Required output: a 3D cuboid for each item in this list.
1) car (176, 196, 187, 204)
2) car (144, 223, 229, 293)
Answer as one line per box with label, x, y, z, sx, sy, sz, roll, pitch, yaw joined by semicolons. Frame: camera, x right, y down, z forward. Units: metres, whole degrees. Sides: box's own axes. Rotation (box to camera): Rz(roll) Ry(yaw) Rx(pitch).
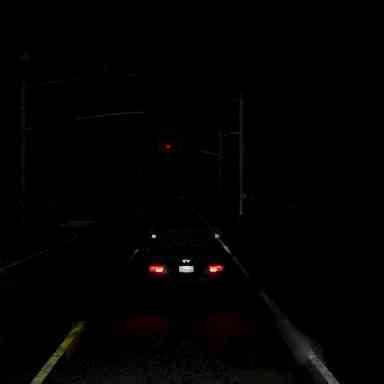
car;-1.980;1.525;63.454;1.812;1.442;4.674;0;0;-2
car;-0.175;1.547;8.984;2.033;1.411;5.357;0;0;-1
